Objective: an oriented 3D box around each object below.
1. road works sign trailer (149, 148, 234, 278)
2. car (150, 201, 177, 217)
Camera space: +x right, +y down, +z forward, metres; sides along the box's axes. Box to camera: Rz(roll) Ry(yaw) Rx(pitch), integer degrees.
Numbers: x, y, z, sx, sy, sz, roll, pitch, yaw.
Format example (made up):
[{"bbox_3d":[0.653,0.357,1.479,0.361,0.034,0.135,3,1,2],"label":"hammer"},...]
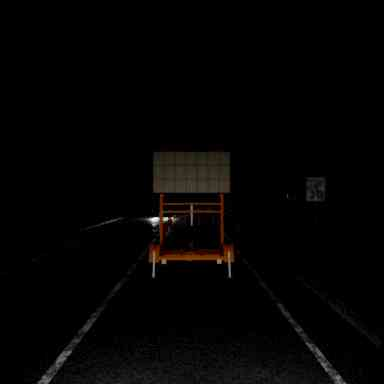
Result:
[{"bbox_3d":[-0.011,0.467,10.114,2.380,3.560,2.880,0,0,0],"label":"road works sign trailer"},{"bbox_3d":[-2.606,1.559,31.790,2.033,1.411,5.357,0,0,6],"label":"car"}]
